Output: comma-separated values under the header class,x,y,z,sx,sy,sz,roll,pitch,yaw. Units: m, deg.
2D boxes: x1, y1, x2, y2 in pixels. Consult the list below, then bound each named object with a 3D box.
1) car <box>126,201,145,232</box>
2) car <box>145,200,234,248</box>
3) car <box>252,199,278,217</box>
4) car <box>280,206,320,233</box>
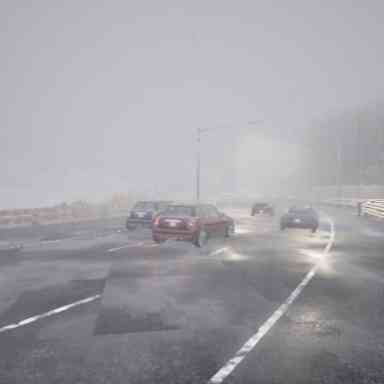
class,x,y,z,sx,sy,sz,roll,pitch,yaw
car,-1.664,1.224,18.753,2.097,1.767,4.553,1,0,26
car,0.249,1.266,14.704,2.097,1.767,4.553,1,0,28
car,6.619,1.394,30.287,1.837,1.490,4.892,1,0,19
car,6.486,1.512,19.760,1.994,1.385,4.181,1,0,24
